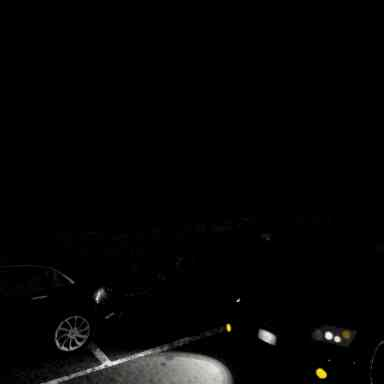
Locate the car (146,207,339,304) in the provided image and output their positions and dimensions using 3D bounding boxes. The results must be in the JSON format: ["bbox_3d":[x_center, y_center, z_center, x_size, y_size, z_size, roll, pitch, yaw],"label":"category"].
[{"bbox_3d":[1.472,1.314,7.679,5.009,1.841,2.192,0,0,-35],"label":"car"}]

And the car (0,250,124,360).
[{"bbox_3d":[-3.104,1.551,4.435,4.403,1.369,2.008,0,0,-35],"label":"car"}]

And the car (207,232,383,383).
[{"bbox_3d":[2.531,1.563,5.168,4.181,1.385,1.994,0,0,-35],"label":"car"}]
